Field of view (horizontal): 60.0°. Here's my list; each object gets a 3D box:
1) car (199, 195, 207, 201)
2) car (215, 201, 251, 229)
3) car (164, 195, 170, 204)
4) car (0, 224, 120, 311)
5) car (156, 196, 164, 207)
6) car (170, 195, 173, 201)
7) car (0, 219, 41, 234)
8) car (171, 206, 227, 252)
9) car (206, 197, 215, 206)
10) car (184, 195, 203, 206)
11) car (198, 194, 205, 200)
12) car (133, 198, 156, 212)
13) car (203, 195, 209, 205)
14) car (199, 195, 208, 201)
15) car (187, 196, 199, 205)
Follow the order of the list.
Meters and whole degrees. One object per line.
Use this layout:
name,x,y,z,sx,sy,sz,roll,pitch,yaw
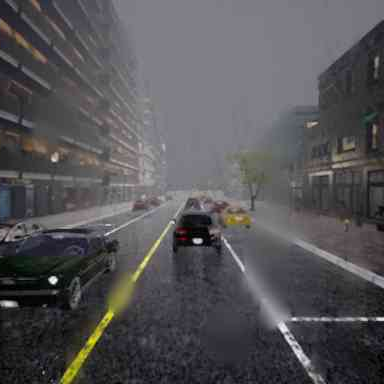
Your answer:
car,2.692,1.448,83.660,2.008,1.369,4.403,-1,0,0
car,2.684,1.497,21.379,1.752,1.417,4.829,-1,0,0
car,-5.691,1.473,60.980,2.008,1.369,4.403,-1,0,0
car,-3.100,1.589,7.838,1.895,1.301,4.718,0,0,0
car,-5.693,1.501,49.626,1.947,1.339,4.313,-1,0,0
car,-5.689,1.462,83.690,1.947,1.339,4.313,-1,0,0
car,-5.698,1.536,9.884,2.008,1.369,4.403,-1,0,0
car,0.140,1.507,13.715,1.812,1.442,4.674,0,0,-2
car,2.685,1.502,32.563,1.887,1.381,4.507,-1,0,0
car,0.106,1.450,41.555,1.837,1.490,4.892,0,0,0
car,2.694,1.429,95.015,1.887,1.381,4.507,-1,0,0
car,-5.695,1.494,38.271,1.887,1.381,4.507,-1,0,0
car,2.689,1.511,55.274,1.802,1.307,4.206,-1,0,0
car,2.692,1.469,77.983,1.947,1.339,4.313,-1,0,0
car,0.109,1.472,58.914,2.033,1.411,5.357,0,0,0
